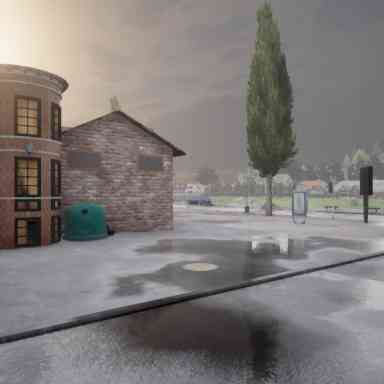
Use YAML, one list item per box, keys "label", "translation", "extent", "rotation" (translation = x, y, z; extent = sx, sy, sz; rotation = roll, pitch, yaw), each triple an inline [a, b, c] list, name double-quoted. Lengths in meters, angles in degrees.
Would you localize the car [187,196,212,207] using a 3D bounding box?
- label: "car"
  translation: [1.086, 1.352, 52.378]
  extent: [2.097, 1.767, 4.553]
  rotation: [0, 0, -36]
